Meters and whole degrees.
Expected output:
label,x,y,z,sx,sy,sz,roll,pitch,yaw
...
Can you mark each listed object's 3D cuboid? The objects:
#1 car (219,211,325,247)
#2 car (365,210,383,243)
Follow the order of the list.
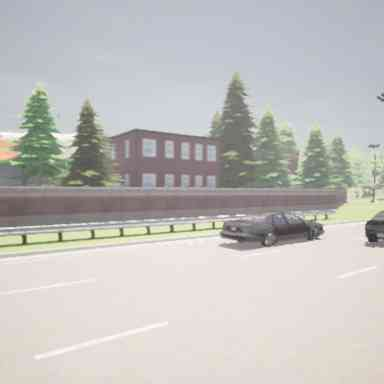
label,x,y,z,sx,sy,sz,roll,pitch,yaw
car,3.733,1.552,15.010,5.357,1.411,2.033,0,0,-36
car,9.649,1.511,14.935,4.892,1.490,1.837,0,0,-36
